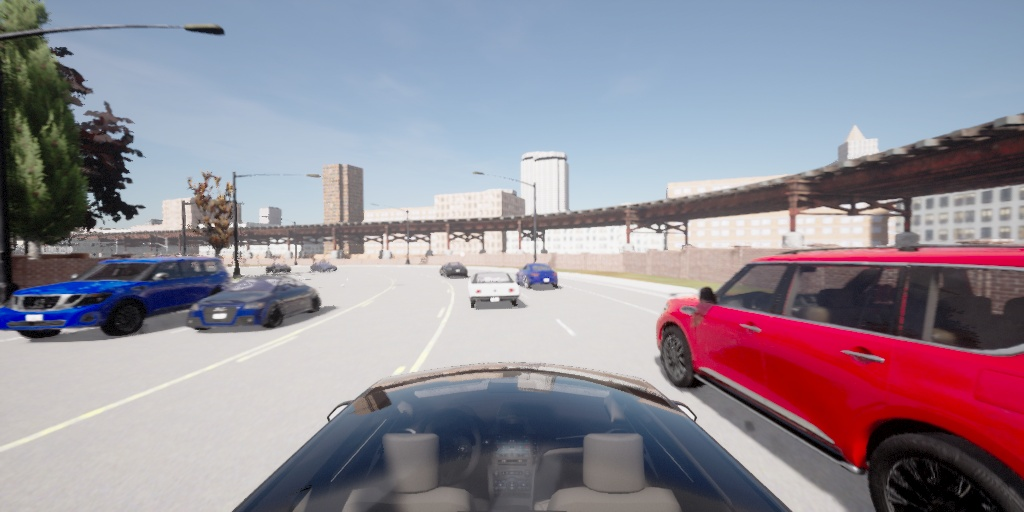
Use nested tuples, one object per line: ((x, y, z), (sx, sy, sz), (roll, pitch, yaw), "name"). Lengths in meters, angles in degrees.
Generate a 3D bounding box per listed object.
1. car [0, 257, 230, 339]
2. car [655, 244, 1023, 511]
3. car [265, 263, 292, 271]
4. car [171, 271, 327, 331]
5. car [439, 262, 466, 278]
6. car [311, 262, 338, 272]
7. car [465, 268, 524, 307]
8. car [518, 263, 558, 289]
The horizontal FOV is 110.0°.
((-11.148, 1.049, 10.907), (2.150, 2.045, 5.566), (0, 0, -6), "car")
((3.495, 0.932, 3.609), (2.150, 2.045, 5.566), (0, 0, -1), "car")
((-32.304, 1.702, 49.591), (4.181, 1.385, 1.994), (-1, 1, 35), "car")
((-7.724, 1.353, 11.198), (1.994, 1.385, 4.181), (-1, 0, -6), "car")
((-5.355, 1.222, 32.460), (1.994, 1.385, 4.181), (-1, 0, -22), "car")
((-25.696, 1.510, 48.977), (5.357, 1.411, 2.033), (-1, 1, 42), "car")
((-0.899, 1.295, 15.254), (1.895, 1.301, 4.718), (-1, 0, -7), "car")
((1.452, 1.154, 22.026), (1.812, 1.442, 4.674), (-1, 0, -11), "car")
